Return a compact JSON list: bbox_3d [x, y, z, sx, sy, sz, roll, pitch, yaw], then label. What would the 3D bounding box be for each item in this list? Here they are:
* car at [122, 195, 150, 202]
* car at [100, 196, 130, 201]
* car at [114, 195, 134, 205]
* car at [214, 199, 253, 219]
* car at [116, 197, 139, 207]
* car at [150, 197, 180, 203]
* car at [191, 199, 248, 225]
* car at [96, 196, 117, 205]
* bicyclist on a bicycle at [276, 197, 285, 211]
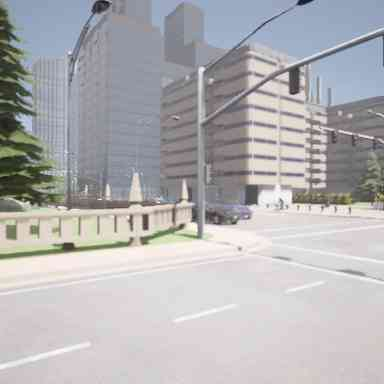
[{"bbox_3d":[-7.952,1.402,44.123,2.097,1.767,4.553,0,0,-35],"label":"car"},{"bbox_3d":[-9.782,1.532,40.653,2.128,1.511,4.902,0,0,-35],"label":"car"},{"bbox_3d":[-12.983,1.421,63.396,2.097,1.767,4.553,0,0,-35],"label":"car"},{"bbox_3d":[3.094,1.402,28.596,2.097,1.767,4.553,0,0,-35],"label":"car"},{"bbox_3d":[-10.532,1.586,54.015,1.812,1.442,4.674,0,0,-35],"label":"car"},{"bbox_3d":[-2.229,1.528,36.072,1.882,1.535,5.008,0,0,-35],"label":"car"},{"bbox_3d":[1.556,1.546,24.721,1.837,1.490,4.892,0,0,-35],"label":"car"},{"bbox_3d":[-15.852,1.551,61.390,2.128,1.511,4.902,0,0,-35],"label":"car"},{"bbox_3d":[10.050,1.382,37.762,1.656,1.620,0.582,0,0,-35],"label":"bicyclist on a bicycle"}]
